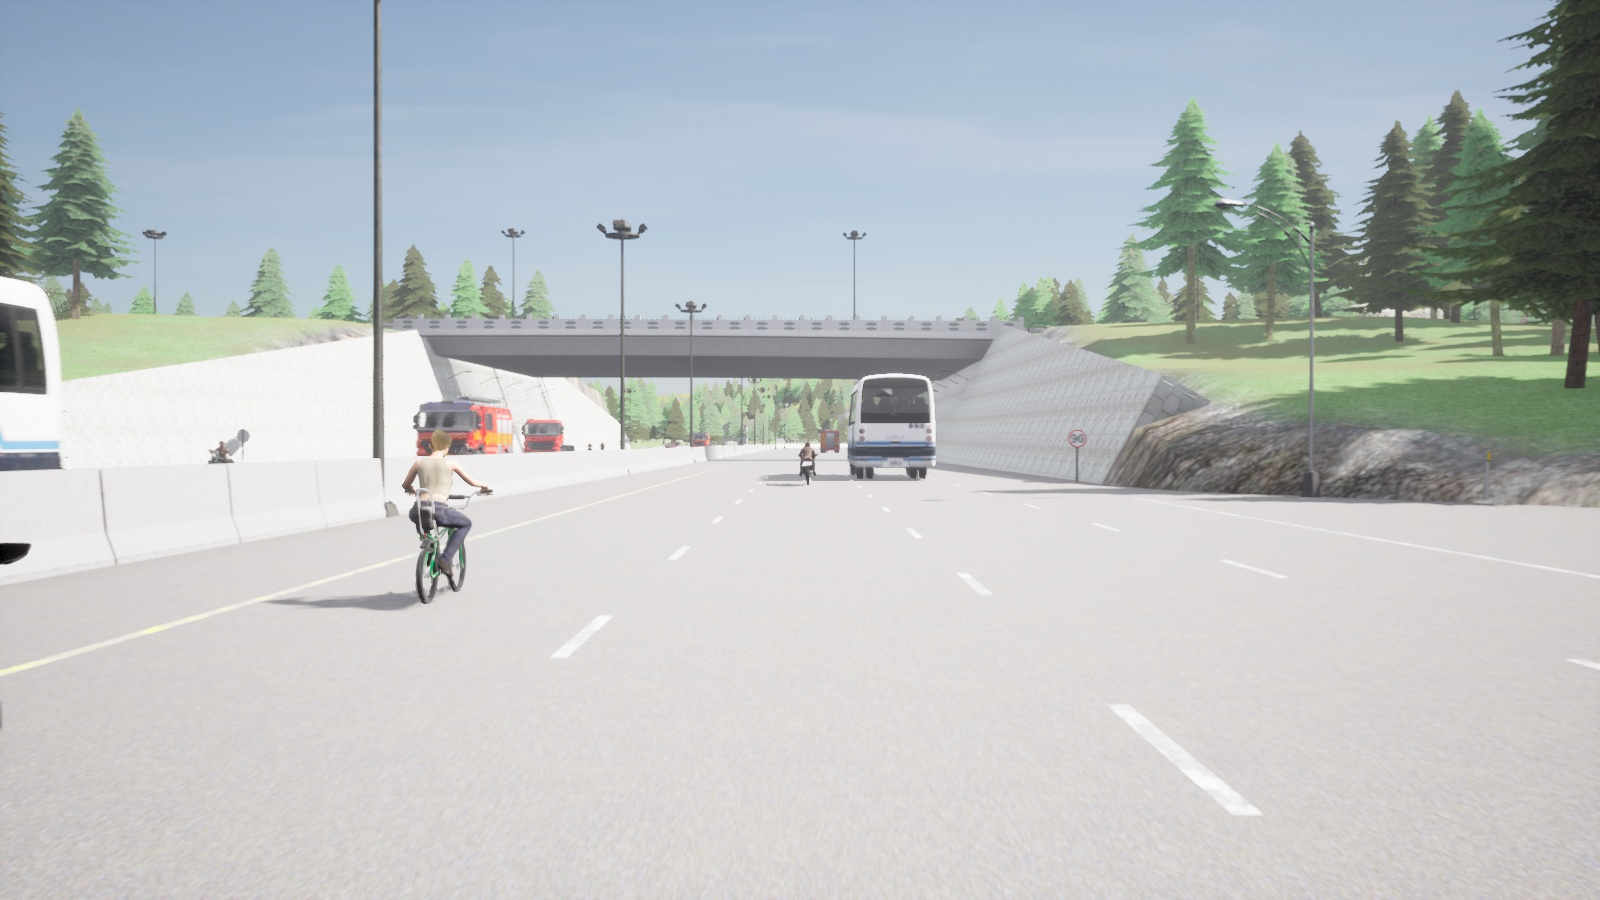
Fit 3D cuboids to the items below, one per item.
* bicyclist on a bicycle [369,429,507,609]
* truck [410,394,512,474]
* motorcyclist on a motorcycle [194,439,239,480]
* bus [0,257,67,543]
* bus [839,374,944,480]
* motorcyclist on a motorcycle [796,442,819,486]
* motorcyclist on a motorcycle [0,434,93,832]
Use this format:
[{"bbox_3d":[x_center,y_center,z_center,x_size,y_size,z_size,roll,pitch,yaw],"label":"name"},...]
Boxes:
[{"bbox_3d":[-3.421,0.613,12.012,0.866,1.612,1.509,0,0,1],"label":"bicyclist on a bicycle"},{"bbox_3d":[-17.120,-0.793,64.095,2.891,3.827,8.468,0,0,0],"label":"truck"},{"bbox_3d":[-24.189,0.384,52.078,0.766,1.649,2.350,0,1,0],"label":"motorcyclist on a motorcycle"},{"bbox_3d":[-13.897,-0.727,15.244,3.944,4.253,10.273,0,0,0],"label":"bus"},{"bbox_3d":[3.833,-0.941,55.639,3.944,4.253,10.273,0,0,0],"label":"bus"},{"bbox_3d":[0.269,0.477,44.671,0.797,1.523,2.044,0,0,0],"label":"motorcyclist on a motorcycle"},{"bbox_3d":[-3.460,0.701,4.406,0.797,1.523,2.044,0,0,0],"label":"motorcyclist on a motorcycle"}]
